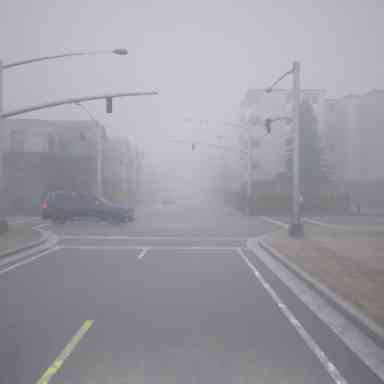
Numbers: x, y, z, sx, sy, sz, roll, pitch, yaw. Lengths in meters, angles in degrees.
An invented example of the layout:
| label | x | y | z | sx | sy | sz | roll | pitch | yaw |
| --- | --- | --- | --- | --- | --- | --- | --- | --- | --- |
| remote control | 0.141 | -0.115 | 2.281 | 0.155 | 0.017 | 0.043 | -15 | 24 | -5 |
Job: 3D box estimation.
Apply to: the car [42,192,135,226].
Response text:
| label | x | y | z | sx | sy | sz | roll | pitch | yaw |
| --- | --- | --- | --- | --- | --- | --- | --- | --- | --- |
| car | -6.369 | 1.087 | 20.706 | 5.566 | 2.045 | 2.150 | 2 | 0 | 0 |

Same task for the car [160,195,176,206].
| label | x | y | z | sx | sy | sz | roll | pitch | yaw |
| --- | --- | --- | --- | --- | --- | --- | --- | --- | --- |
| car | -3.543 | 1.244 | 49.874 | 1.837 | 1.490 | 4.892 | 0 | 0 | 0 |
